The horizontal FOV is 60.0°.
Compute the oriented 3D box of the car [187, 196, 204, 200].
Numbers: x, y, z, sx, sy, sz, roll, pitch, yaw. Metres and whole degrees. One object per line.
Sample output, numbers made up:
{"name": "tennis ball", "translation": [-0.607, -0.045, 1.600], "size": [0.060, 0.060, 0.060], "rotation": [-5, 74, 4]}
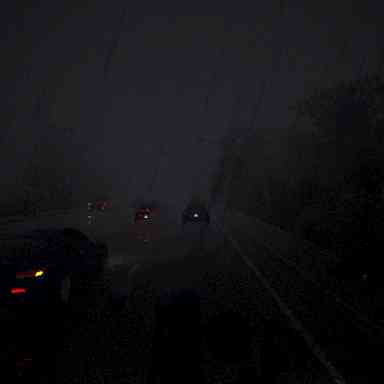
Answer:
{"name": "car", "translation": [0.439, 1.327, 42.315], "size": [2.097, 1.767, 4.553], "rotation": [0, 0, 0]}

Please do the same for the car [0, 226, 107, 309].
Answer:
{"name": "car", "translation": [-3.342, 1.519, 7.697], "size": [1.812, 1.442, 4.674], "rotation": [0, 0, 0]}

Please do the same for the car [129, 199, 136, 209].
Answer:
{"name": "car", "translation": [-6.746, 1.535, 42.645], "size": [1.994, 1.385, 4.181], "rotation": [0, 0, 1]}

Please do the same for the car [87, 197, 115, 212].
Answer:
{"name": "car", "translation": [-10.289, 1.325, 37.856], "size": [2.097, 1.767, 4.553], "rotation": [0, 0, 1]}

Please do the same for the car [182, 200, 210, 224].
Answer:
{"name": "car", "translation": [0.286, 1.550, 24.349], "size": [1.994, 1.385, 4.181], "rotation": [0, 0, 1]}

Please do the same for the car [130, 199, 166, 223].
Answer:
{"name": "car", "translation": [-3.200, 1.488, 25.734], "size": [1.837, 1.490, 4.892], "rotation": [0, 0, 0]}
